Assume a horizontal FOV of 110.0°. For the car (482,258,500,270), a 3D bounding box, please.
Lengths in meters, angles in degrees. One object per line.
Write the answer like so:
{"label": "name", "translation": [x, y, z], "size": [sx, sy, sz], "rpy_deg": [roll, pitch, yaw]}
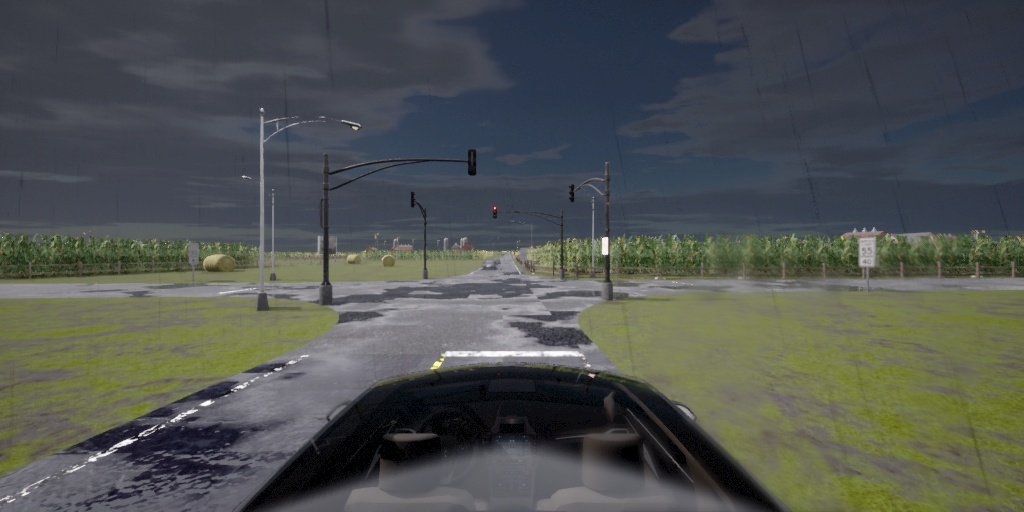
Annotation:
{"label": "car", "translation": [-3.315, 1.241, 52.488], "size": [2.128, 1.511, 4.902], "rpy_deg": [0, 1, -1]}
